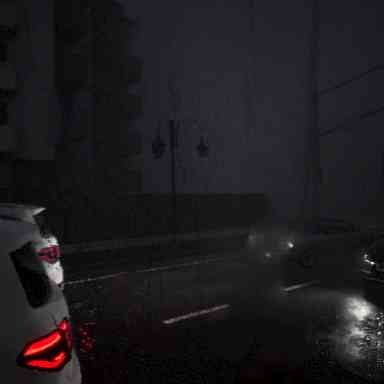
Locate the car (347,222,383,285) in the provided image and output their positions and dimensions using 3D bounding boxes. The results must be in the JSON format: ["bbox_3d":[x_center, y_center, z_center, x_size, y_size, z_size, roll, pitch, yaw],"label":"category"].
[{"bbox_3d":[6.112,1.453,8.231,4.892,1.490,1.837,0,0,-36],"label":"car"}]

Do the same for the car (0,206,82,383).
[{"bbox_3d":[-3.421,1.233,1.532,5.566,2.045,2.150,0,0,-35],"label":"car"}]

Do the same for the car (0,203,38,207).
[{"bbox_3d":[-4.838,1.227,4.822,5.566,2.045,2.150,0,0,-35],"label":"car"}]

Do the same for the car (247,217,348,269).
[{"bbox_3d":[4.054,1.549,11.062,4.718,1.301,1.895,0,0,-36],"label":"car"}]
